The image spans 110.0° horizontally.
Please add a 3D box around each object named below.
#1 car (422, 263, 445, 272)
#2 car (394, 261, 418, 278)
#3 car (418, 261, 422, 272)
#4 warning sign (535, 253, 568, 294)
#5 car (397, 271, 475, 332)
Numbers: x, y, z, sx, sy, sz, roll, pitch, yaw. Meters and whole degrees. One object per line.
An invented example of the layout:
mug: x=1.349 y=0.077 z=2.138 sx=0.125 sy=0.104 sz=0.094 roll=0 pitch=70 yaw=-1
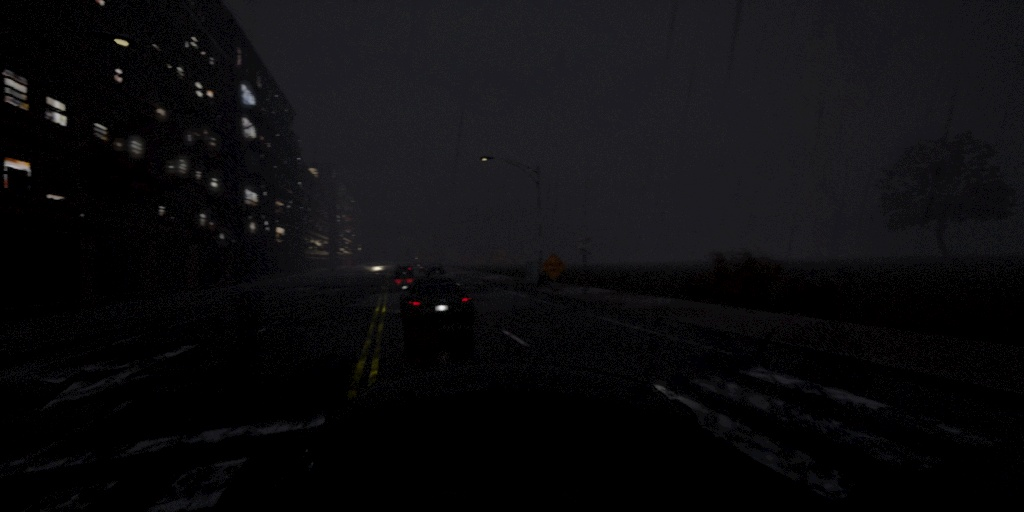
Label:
car: x=-8.447 y=1.493 z=39.369 sx=1.812 sy=1.442 sz=4.674 roll=-2 pitch=0 yaw=-18
car: x=-11.791 y=1.566 z=39.137 sx=2.128 sy=1.511 sz=4.902 roll=-2 pitch=0 yaw=-18
car: x=-12.003 y=1.631 z=49.909 sx=1.994 sy=1.385 sz=4.181 roll=-2 pitch=0 yaw=-18
warning sign: x=2.022 y=0.775 z=16.950 sx=1.300 sy=1.860 sz=1.060 roll=0 pitch=0 yaw=-19
car: x=-2.495 y=1.373 z=11.441 sx=1.994 sy=1.385 sz=4.181 roll=-2 pitch=0 yaw=-18
